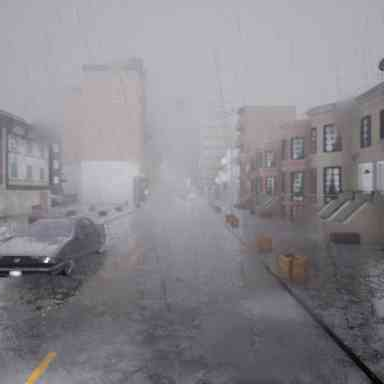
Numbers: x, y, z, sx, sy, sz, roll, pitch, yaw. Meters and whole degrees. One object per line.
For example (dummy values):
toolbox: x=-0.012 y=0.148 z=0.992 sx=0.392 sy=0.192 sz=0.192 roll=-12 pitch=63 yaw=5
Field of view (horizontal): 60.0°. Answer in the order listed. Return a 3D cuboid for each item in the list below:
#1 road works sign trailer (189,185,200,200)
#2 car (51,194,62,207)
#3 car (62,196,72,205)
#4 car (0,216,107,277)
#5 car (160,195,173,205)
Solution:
road works sign trailer: x=0.131 y=0.084 z=78.381 sx=2.380 sy=3.560 sz=2.880 roll=0 pitch=0 yaw=-37
car: x=-19.078 y=1.038 z=42.092 sx=3.866 sy=1.878 sz=1.905 roll=0 pitch=0 yaw=10
car: x=-19.312 y=1.128 z=45.194 sx=4.611 sy=1.667 sz=2.242 roll=0 pitch=0 yaw=10
car: x=-4.099 y=1.496 z=10.380 sx=2.033 sy=1.411 sz=5.357 roll=0 pitch=0 yaw=0
car: x=-4.085 y=1.265 z=53.488 sx=1.812 sy=1.442 sz=4.674 roll=0 pitch=0 yaw=0
